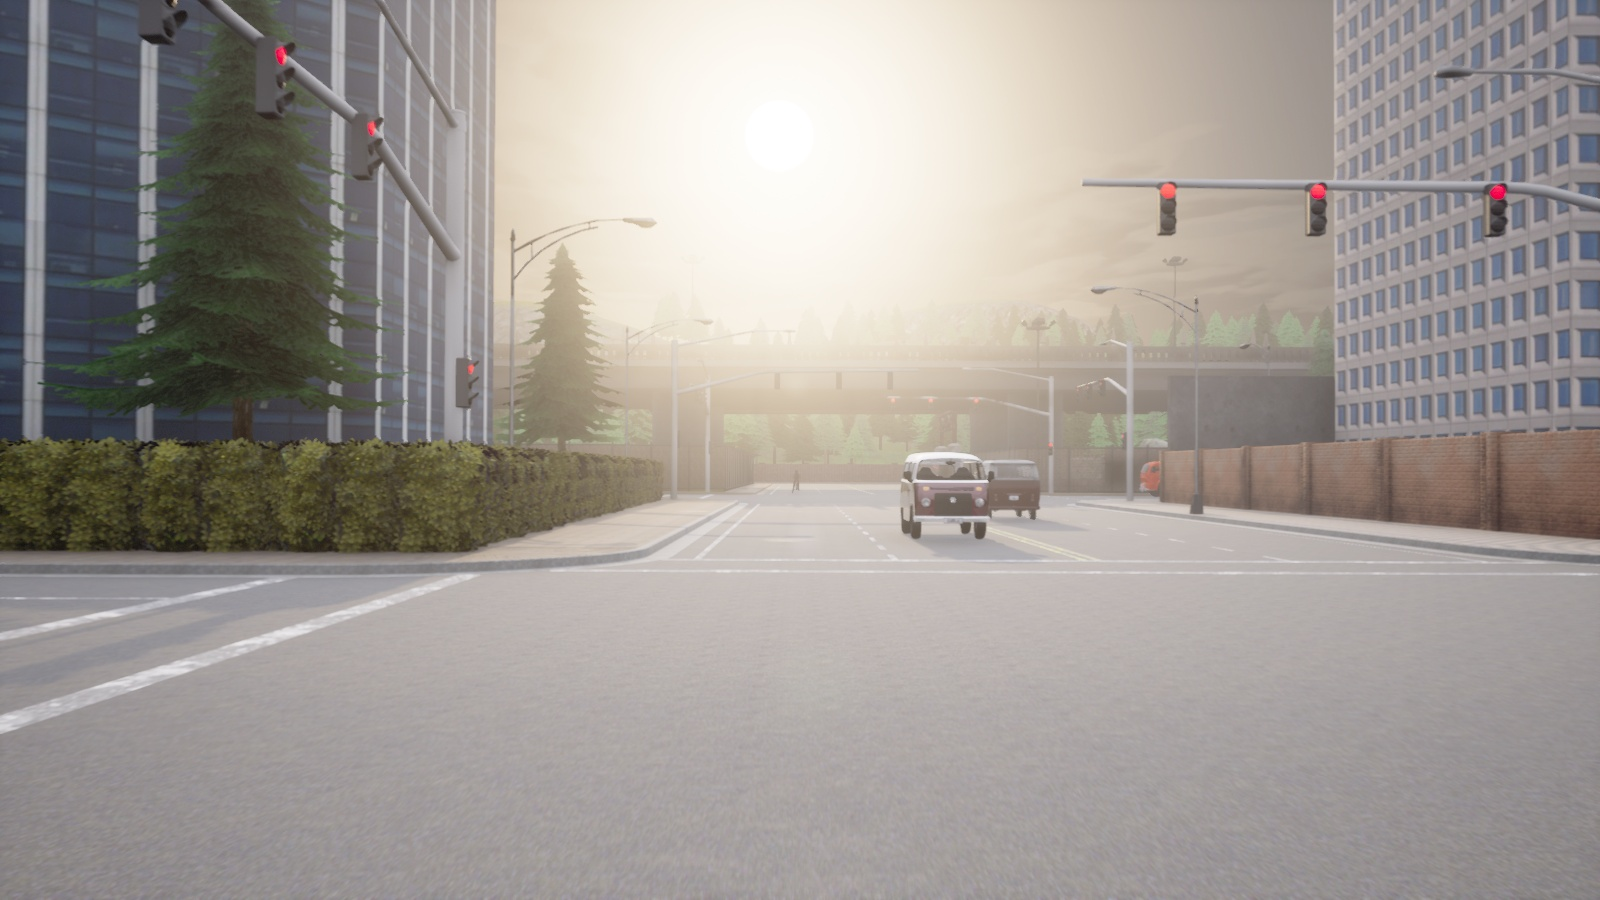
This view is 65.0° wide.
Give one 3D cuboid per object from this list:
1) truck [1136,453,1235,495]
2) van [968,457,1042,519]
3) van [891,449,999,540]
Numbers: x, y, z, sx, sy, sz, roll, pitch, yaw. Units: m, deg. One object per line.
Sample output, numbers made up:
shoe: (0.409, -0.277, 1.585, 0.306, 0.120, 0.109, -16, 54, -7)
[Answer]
truck: (23.535, 1.463, 76.892, 5.204, 2.467, 2.627, 0, -1, 0)
van: (6.895, 1.253, 42.622, 1.775, 1.987, 4.442, 0, -1, 0)
van: (3.424, 1.033, 30.413, 2.069, 2.038, 4.480, 0, -1, 0)
